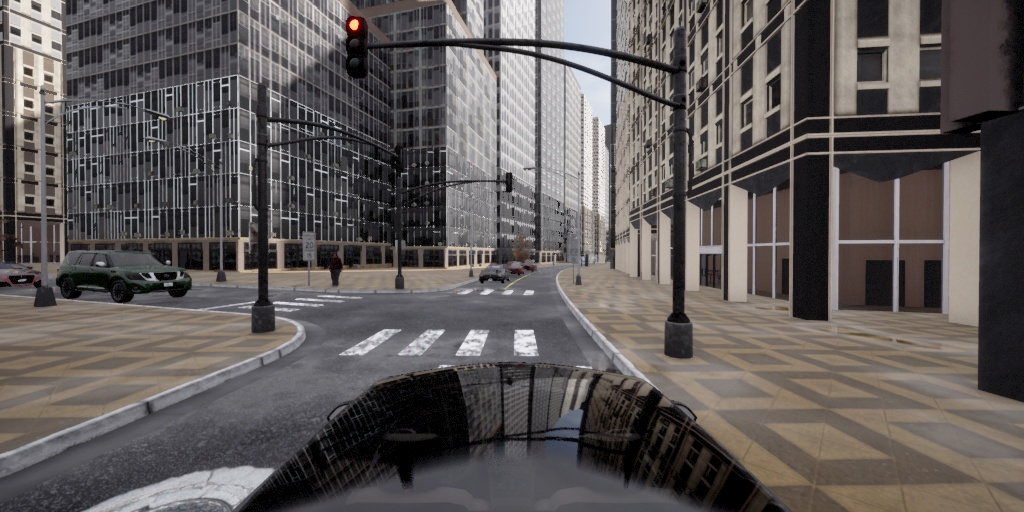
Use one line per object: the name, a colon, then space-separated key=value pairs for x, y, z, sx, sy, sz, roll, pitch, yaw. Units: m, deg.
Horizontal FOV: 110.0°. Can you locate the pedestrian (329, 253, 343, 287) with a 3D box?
pedestrian: x=-9.580 y=0.716 z=19.426 sx=0.375 sy=1.860 sz=0.375 roll=0 pitch=0 yaw=16

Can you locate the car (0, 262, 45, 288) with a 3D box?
car: x=-25.803 y=0.981 z=18.019 sx=4.181 sy=1.385 sz=1.994 roll=1 pitch=1 yaw=16

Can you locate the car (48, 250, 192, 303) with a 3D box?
car: x=-16.617 y=0.770 z=15.363 sx=5.566 sy=2.045 sz=2.150 roll=1 pitch=1 yaw=17

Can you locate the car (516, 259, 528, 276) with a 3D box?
car: x=0.228 y=1.300 z=38.468 sx=1.882 sy=1.535 sz=5.008 roll=0 pitch=0 yaw=9

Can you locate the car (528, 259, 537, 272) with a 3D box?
car: x=2.135 y=1.228 z=48.846 sx=2.097 sy=1.767 sz=4.553 roll=0 pitch=0 yaw=12

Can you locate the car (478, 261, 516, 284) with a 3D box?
car: x=-1.224 y=1.331 z=28.096 sx=2.033 sy=1.411 sz=5.357 roll=0 pitch=0 yaw=7
